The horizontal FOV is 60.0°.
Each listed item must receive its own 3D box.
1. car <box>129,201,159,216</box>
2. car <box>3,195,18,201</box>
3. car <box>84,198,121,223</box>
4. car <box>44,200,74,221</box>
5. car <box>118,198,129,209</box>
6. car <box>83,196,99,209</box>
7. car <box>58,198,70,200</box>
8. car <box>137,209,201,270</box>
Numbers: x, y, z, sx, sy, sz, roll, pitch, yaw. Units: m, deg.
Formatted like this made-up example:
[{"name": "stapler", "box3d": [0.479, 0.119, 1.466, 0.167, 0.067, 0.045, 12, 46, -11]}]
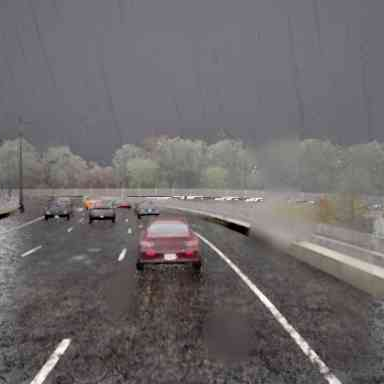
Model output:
[{"name": "car", "box3d": [-4.029, 1.523, 29.000, 2.033, 1.411, 5.357, 0, 0, -16]}, {"name": "car", "box3d": [-43.262, 1.409, 79.211, 4.553, 1.767, 2.097, 0, 0, 40]}, {"name": "car", "box3d": [-6.766, 1.482, 25.318, 2.128, 1.511, 4.902, 0, 0, -14]}, {"name": "car", "box3d": [-10.894, 1.604, 27.511, 1.895, 1.301, 4.718, 0, 0, -15]}, {"name": "car", "box3d": [-9.482, 1.539, 44.279, 1.994, 1.385, 4.181, 0, 0, -23]}, {"name": "car", "box3d": [-12.967, 1.340, 43.470, 2.097, 1.767, 4.553, 0, 0, -23]}, {"name": "car", "box3d": [-16.670, 1.496, 43.237, 2.128, 1.511, 4.902, 0, 0, -24]}, {"name": "car", "box3d": [-0.793, 1.513, 10.951, 1.812, 1.442, 4.674, 0, 0, -6]}]
